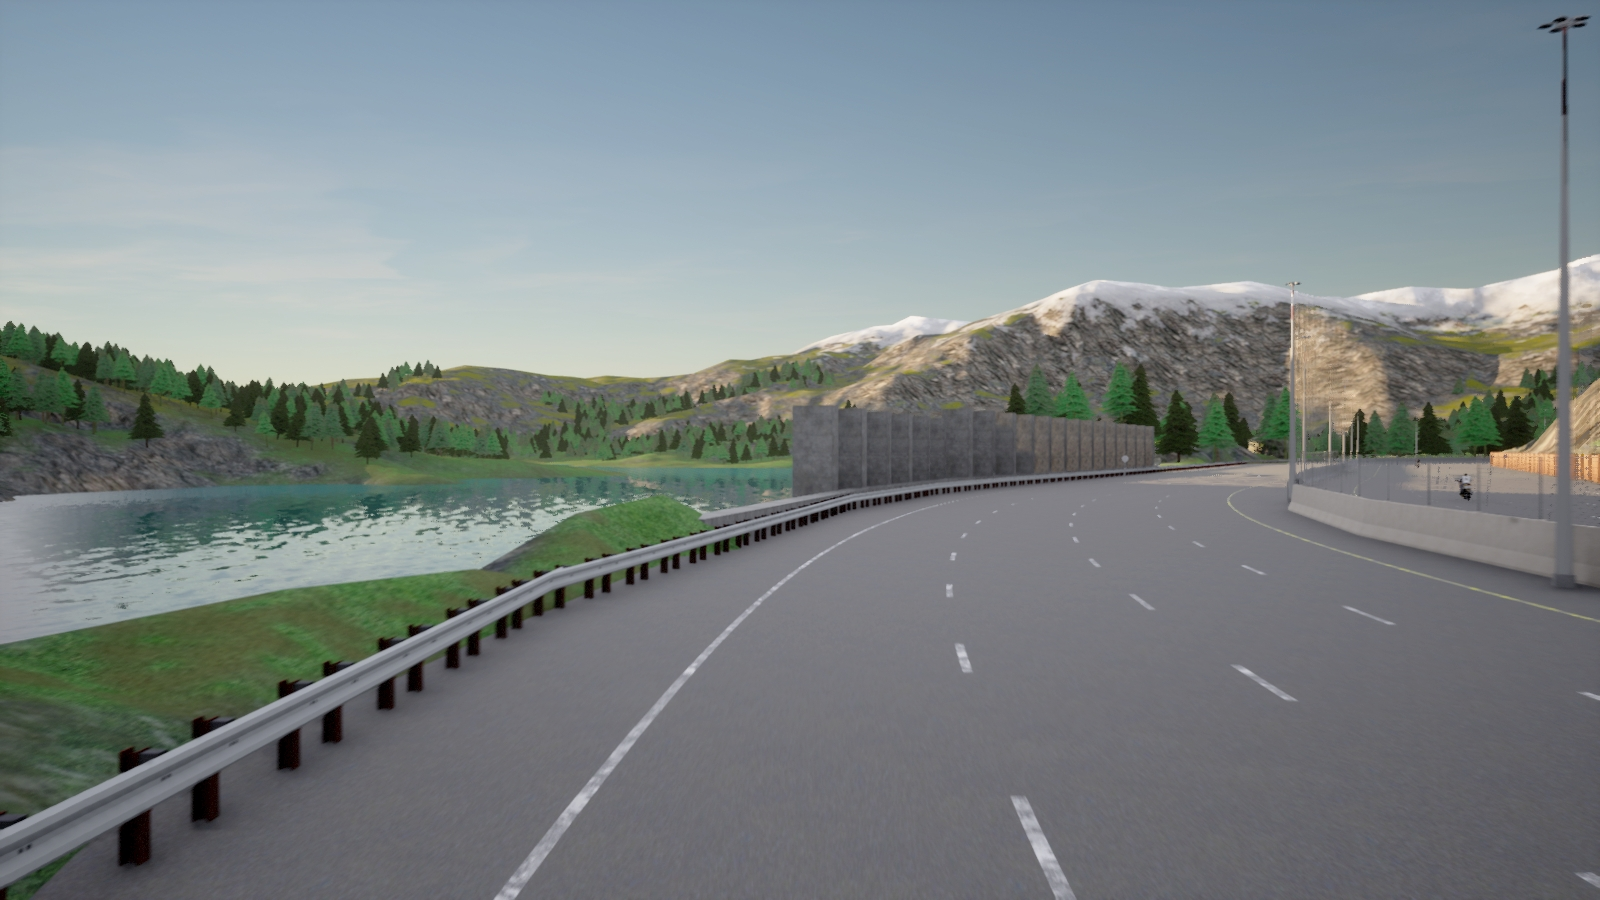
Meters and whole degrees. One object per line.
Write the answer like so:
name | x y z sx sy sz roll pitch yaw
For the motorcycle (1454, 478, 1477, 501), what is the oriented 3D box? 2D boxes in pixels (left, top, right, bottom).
motorcycle | 36.857 2.178 63.334 0.803 1.217 2.033 2 1 22
